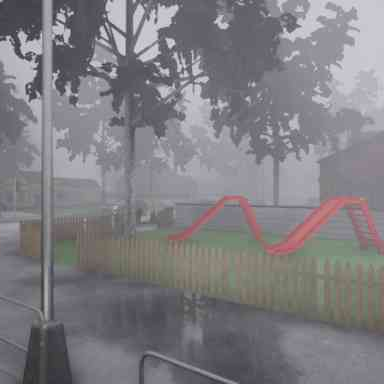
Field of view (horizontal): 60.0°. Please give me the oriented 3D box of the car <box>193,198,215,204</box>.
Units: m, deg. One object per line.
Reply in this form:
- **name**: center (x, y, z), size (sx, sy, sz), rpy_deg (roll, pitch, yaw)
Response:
- **car**: center (0.947, 1.479, 40.879), size (2.128, 1.511, 4.902), rpy_deg (0, 0, 36)

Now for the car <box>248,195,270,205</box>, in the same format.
- **car**: center (10.153, 1.491, 53.636), size (2.128, 1.511, 4.902), rpy_deg (0, 0, 35)

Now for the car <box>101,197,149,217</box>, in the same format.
- **car**: center (-6.171, 1.339, 30.910), size (2.097, 1.767, 4.553), rpy_deg (0, 0, 35)

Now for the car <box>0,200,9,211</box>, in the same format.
- **car**: center (-20.302, 1.279, 33.463), size (4.181, 1.381, 1.994), rpy_deg (0, 0, 35)
